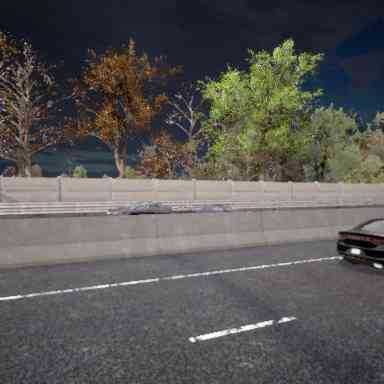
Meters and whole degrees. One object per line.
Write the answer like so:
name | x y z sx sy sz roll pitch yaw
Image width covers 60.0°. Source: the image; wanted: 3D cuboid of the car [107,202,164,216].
car | -3.796 1.483 24.751 4.902 1.511 2.128 0 0 -26

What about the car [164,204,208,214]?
car | 1.110 1.542 23.273 5.357 1.411 2.033 0 0 -26

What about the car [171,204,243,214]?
car | 1.479 1.596 19.552 4.718 1.301 1.895 0 0 -26

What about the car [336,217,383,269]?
car | 6.688 1.476 10.190 5.008 1.535 1.882 0 0 -26
